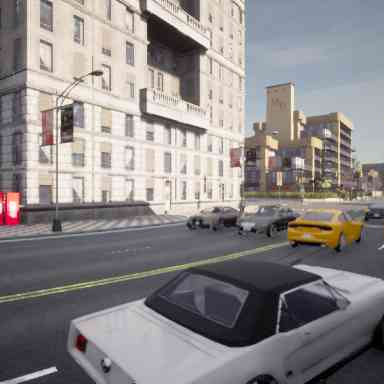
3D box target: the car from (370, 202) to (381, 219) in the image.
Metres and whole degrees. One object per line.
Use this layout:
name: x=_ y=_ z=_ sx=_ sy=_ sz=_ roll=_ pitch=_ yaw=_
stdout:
car: x=14.702 y=1.515 z=25.837 sx=1.812 sy=1.442 sz=4.674 roll=0 pitch=0 yaw=36

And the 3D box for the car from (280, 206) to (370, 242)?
car: x=5.809 y=1.470 z=14.143 sx=1.882 sy=1.535 sz=5.008 roll=0 pitch=0 yaw=40

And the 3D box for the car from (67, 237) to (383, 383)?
car: x=1.019 y=1.599 z=4.408 sx=4.718 sy=1.301 sz=1.895 roll=0 pitch=0 yaw=-39

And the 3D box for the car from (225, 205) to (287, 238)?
car: x=4.138 y=1.481 z=17.705 sx=2.128 sy=1.511 sz=4.902 roll=0 pitch=0 yaw=39

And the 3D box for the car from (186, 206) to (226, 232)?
car: x=1.530 y=1.550 z=20.048 sx=1.994 sy=1.385 sz=4.181 roll=0 pitch=0 yaw=38

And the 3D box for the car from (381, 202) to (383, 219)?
car: x=8.975 y=1.217 z=12.544 sx=2.150 sy=2.045 sz=5.566 roll=0 pitch=0 yaw=40
